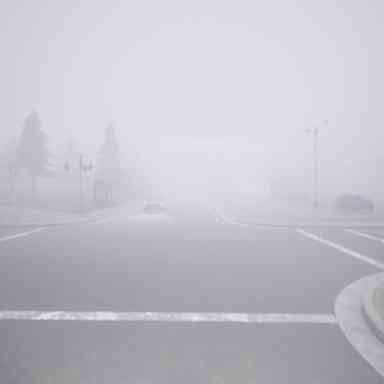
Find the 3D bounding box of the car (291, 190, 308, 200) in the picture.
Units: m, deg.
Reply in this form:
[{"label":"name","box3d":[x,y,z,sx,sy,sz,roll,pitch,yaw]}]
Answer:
[{"label":"car","box3d":[17.438,0.516,54.888,2.152,1.636,5.027,0,1,0]}]

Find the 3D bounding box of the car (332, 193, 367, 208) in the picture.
[{"label":"car","box3d":[17.074,0.847,36.228,1.970,1.475,3.806,0,1,0]}]

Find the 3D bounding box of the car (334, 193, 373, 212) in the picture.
[{"label":"car","box3d":[14.007,0.945,28.843,1.845,1.501,3.633,0,1,0]}]

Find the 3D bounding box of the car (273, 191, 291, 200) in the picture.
[{"label":"car","box3d":[14.300,0.525,54.872,2.007,1.523,4.514,0,1,0]}]

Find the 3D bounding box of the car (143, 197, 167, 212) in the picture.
[{"label":"car","box3d":[-3.444,1.132,31.480,1.895,1.301,4.718,0,1,0]}]
